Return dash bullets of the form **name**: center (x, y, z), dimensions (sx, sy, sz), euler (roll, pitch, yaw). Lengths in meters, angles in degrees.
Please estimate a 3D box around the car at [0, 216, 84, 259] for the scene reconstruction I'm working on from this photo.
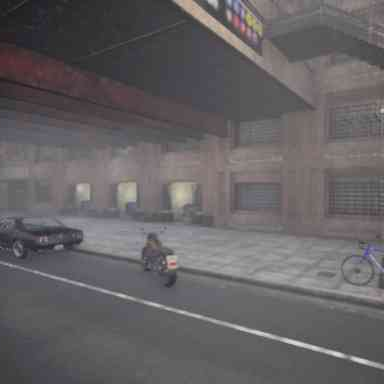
- **car**: center (-6.200, 1.519, 12.253), dimensions (4.718, 1.301, 1.895), euler (0, 0, 35)
